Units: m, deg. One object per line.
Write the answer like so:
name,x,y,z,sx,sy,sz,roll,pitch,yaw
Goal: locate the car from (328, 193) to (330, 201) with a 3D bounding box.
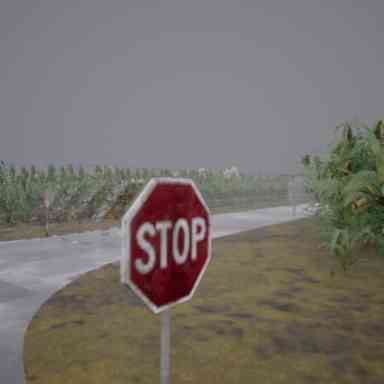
car,19.010,0.768,46.794,1.895,1.301,4.718,1,2,37
